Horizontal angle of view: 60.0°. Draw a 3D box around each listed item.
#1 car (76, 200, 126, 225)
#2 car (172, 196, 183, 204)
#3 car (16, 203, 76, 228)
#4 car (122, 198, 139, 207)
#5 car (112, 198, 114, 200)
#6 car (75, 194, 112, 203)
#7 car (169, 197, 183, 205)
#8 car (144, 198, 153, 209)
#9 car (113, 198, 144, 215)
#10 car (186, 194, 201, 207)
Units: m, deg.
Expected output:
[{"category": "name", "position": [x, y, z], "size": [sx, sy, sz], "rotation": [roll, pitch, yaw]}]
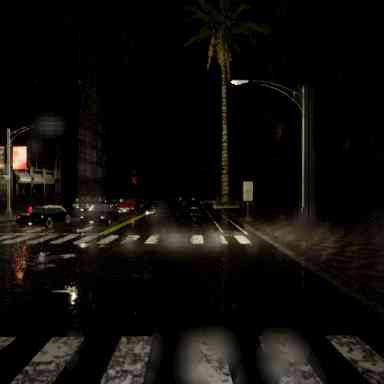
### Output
[{"category": "car", "position": [-6.504, 1.552, 24.164], "size": [2.033, 1.411, 5.357], "rotation": [0, 0, 0]}, {"category": "car", "position": [-2.897, 1.631, 67.667], "size": [1.994, 1.385, 4.181], "rotation": [0, 0, 0]}, {"category": "car", "position": [-9.775, 1.605, 22.360], "size": [1.895, 1.301, 4.718], "rotation": [0, 0, 1]}, {"category": "car", "position": [-9.599, 1.635, 52.268], "size": [1.895, 1.301, 4.718], "rotation": [0, 0, 1]}, {"category": "car", "position": [-9.675, 1.510, 42.139], "size": [2.128, 1.511, 4.902], "rotation": [0, 0, 1]}, {"category": "car", "position": [-9.721, 1.230, 32.118], "size": [2.150, 2.045, 5.566], "rotation": [0, 0, 0]}, {"category": "car", "position": [-2.936, 1.609, 57.709], "size": [1.994, 1.385, 4.181], "rotation": [0, 0, 1]}, {"category": "car", "position": [-6.412, 1.526, 44.551], "size": [1.837, 1.490, 4.892], "rotation": [0, 0, 0]}, {"category": "car", "position": [-6.458, 1.536, 34.121], "size": [1.812, 1.442, 4.674], "rotation": [0, 0, 0]}, {"category": "car", "position": [0.208, 1.258, 53.417], "size": [2.150, 2.045, 5.566], "rotation": [0, 0, 0]}]
